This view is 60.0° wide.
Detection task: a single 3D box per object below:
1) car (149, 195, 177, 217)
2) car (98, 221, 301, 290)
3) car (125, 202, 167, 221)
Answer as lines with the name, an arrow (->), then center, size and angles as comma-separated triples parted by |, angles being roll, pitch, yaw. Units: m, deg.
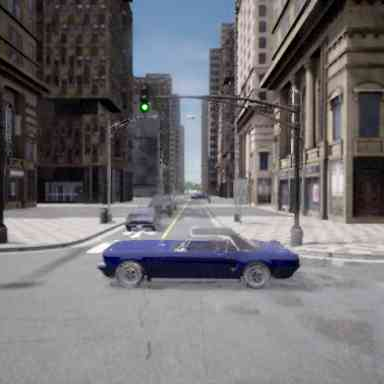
car -> -2.955, 1.329, 32.701 | 2.150, 2.045, 5.566 | 0, 0, 0
car -> 0.128, 1.580, 8.453 | 4.718, 1.301, 1.895 | 1, 1, 0
car -> -3.016, 1.621, 21.710 | 2.033, 1.411, 5.357 | 0, 0, 0
